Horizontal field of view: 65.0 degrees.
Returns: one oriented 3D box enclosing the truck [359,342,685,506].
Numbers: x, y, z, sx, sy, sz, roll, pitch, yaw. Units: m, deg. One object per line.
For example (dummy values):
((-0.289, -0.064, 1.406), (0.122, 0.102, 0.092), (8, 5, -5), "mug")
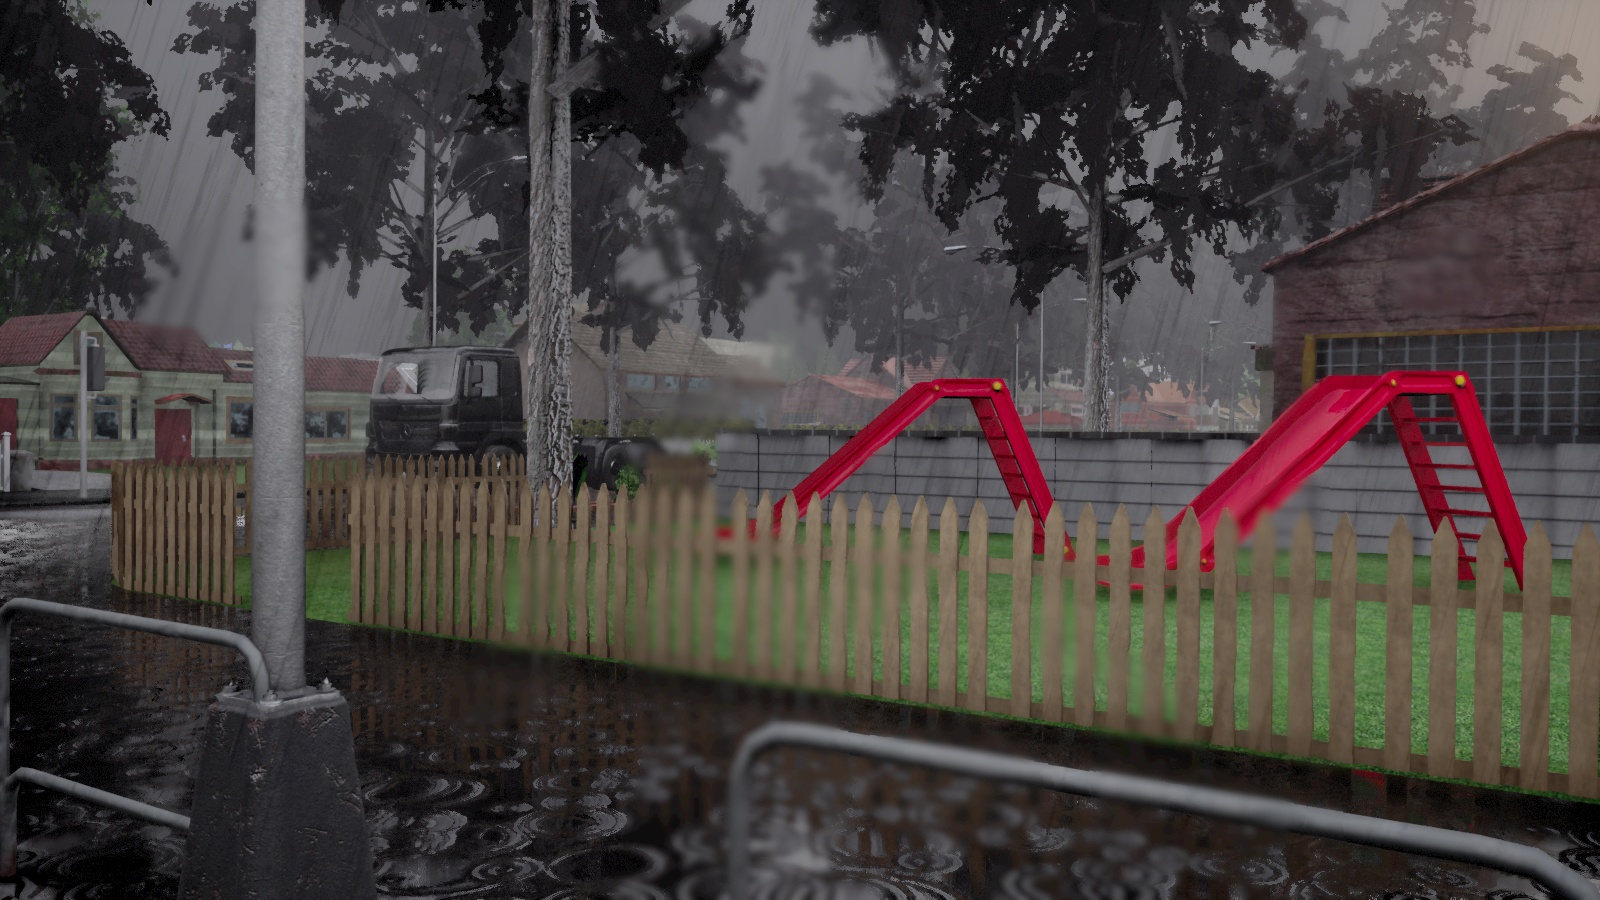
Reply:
((-6.449, -0.610, 30.604), (2.891, 3.462, 7.936), (0, 1, 34), "truck")
